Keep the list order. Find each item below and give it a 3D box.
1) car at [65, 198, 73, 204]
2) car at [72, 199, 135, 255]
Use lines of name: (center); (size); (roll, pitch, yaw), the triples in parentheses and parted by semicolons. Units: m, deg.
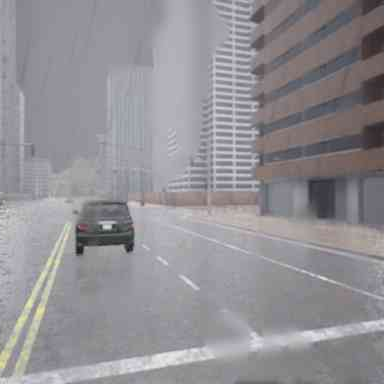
car: (-30.233, 2.153, 82.206); (1.837, 1.490, 4.892); (0, 0, -18)
car: (-3.810, 1.333, 14.173); (2.150, 2.045, 5.566); (0, 0, -18)
